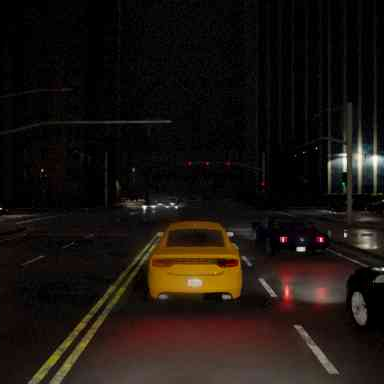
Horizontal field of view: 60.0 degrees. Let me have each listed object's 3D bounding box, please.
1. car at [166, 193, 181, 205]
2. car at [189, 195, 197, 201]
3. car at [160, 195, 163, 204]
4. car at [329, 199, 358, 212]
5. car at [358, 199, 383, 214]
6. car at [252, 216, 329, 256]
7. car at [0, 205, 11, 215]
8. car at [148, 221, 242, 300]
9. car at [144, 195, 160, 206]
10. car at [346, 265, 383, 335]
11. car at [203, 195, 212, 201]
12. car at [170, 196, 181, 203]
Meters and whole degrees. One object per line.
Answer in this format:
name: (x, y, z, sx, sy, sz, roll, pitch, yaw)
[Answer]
car: (-3.398, 1.221, 59.044, 2.150, 2.045, 5.566, 0, 0, 0)
car: (0.235, 1.367, 80.143, 1.994, 1.385, 4.181, 0, 0, 0)
car: (-6.846, 1.352, 65.287, 2.097, 1.767, 4.553, 0, 0, 1)
car: (19.036, 1.547, 38.903, 5.357, 1.411, 2.033, 0, 0, 0)
car: (20.950, 1.491, 35.420, 4.902, 1.511, 2.128, 0, 0, -1)
car: (3.620, 1.601, 13.206, 1.895, 1.301, 4.718, 0, 0, 0)
car: (-19.696, 1.526, 31.439, 4.674, 1.442, 1.812, 0, 0, 0)
car: (0.079, 1.478, 8.448, 1.882, 1.535, 5.008, 0, 0, 1)
car: (-6.922, 1.505, 56.100, 1.837, 1.490, 4.892, 0, 0, 0)
car: (3.612, 1.505, 3.935, 1.837, 1.490, 4.892, 0, 0, 0)
car: (3.734, 1.429, 79.593, 1.837, 1.490, 4.892, 0, 0, 0)
car: (-3.307, 1.564, 68.403, 1.994, 1.385, 4.181, 0, 0, 1)
